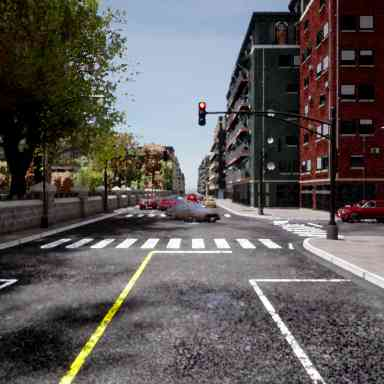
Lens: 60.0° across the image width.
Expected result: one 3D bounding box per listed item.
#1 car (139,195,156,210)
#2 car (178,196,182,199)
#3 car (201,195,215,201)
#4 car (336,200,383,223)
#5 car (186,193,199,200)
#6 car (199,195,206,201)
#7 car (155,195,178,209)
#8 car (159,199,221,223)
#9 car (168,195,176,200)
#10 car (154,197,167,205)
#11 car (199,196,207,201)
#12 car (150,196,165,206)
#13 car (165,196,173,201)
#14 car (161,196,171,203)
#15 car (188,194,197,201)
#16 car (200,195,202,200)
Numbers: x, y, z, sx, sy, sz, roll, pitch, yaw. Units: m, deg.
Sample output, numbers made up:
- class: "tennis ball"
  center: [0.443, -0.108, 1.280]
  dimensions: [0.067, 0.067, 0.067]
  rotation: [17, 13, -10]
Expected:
- class: "car"
  center: [-5.665, 1.328, 43.936]
  dimensions: [2.192, 1.841, 5.009]
  rotation: [0, 0, 0]
- class: "car"
  center: [-3.045, 1.549, 56.616]
  dimensions: [1.812, 1.442, 4.674]
  rotation: [0, 0, 0]
- class: "car"
  center: [2.720, 1.543, 49.636]
  dimensions: [1.752, 1.417, 4.829]
  rotation: [0, 0, 0]
- class: "car"
  center: [14.634, 1.593, 27.350]
  dimensions: [5.009, 1.841, 2.192]
  rotation: [1, -1, 0]
- class: "car"
  center: [0.046, 1.256, 69.279]
  dimensions: [2.150, 2.045, 5.566]
  rotation: [0, 0, 0]
- class: "car"
  center: [2.744, 1.600, 88.213]
  dimensions: [1.887, 1.381, 4.507]
  rotation: [0, 0, 0]
- class: "car"
  center: [-3.072, 1.489, 41.671]
  dimensions: [1.882, 1.535, 5.008]
  rotation: [0, 0, 0]
- class: "car"
  center: [-0.113, 1.551, 25.728]
  dimensions: [2.033, 1.411, 5.357]
  rotation: [0, 0, -36]
- class: "car"
  center: [-5.633, 1.587, 93.582]
  dimensions: [1.752, 1.417, 4.829]
  rotation: [0, 0, 0]
- class: "car"
  center: [-5.654, 1.571, 60.542]
  dimensions: [1.887, 1.381, 4.507]
  rotation: [0, 0, 0]
- class: "car"
  center: [2.741, 1.593, 82.678]
  dimensions: [1.887, 1.381, 4.507]
  rotation: [0, 0, 0]
- class: "car"
  center: [-5.658, 1.462, 55.006]
  dimensions: [1.967, 1.590, 4.097]
  rotation: [0, 0, 0]
- class: "car"
  center: [-5.639, 1.631, 82.682]
  dimensions: [1.802, 1.307, 4.206]
  rotation: [0, 0, 0]
- class: "car"
  center: [-5.647, 1.619, 71.611]
  dimensions: [1.802, 1.307, 4.206]
  rotation: [0, 0, 0]
- class: "car"
  center: [0.052, 1.313, 79.640]
  dimensions: [2.097, 1.767, 4.553]
  rotation: [0, 0, 0]
- class: "car"
  center: [2.723, 1.566, 55.001]
  dimensions: [1.887, 1.381, 4.507]
  rotation: [0, 0, 0]
